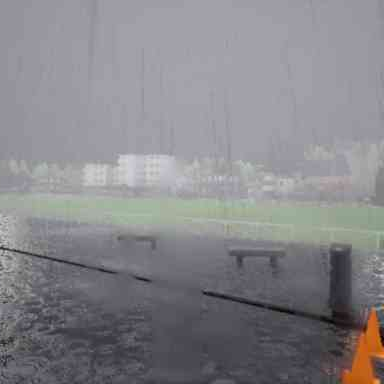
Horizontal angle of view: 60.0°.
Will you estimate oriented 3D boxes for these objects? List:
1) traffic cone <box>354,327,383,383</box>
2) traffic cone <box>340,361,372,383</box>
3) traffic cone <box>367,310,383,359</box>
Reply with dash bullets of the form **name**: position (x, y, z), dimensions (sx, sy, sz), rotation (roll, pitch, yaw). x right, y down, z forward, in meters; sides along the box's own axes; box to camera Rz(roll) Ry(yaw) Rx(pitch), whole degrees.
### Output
- **traffic cone**: position (2.020, 1.985, 3.957), dimensions (0.340, 0.580, 0.340), rotation (1, 0, 35)
- **traffic cone**: position (1.450, 1.977, 3.135), dimensions (0.340, 0.580, 0.340), rotation (1, 0, 35)
- **traffic cone**: position (2.590, 1.993, 4.778), dimensions (0.340, 0.580, 0.340), rotation (1, 0, 35)
